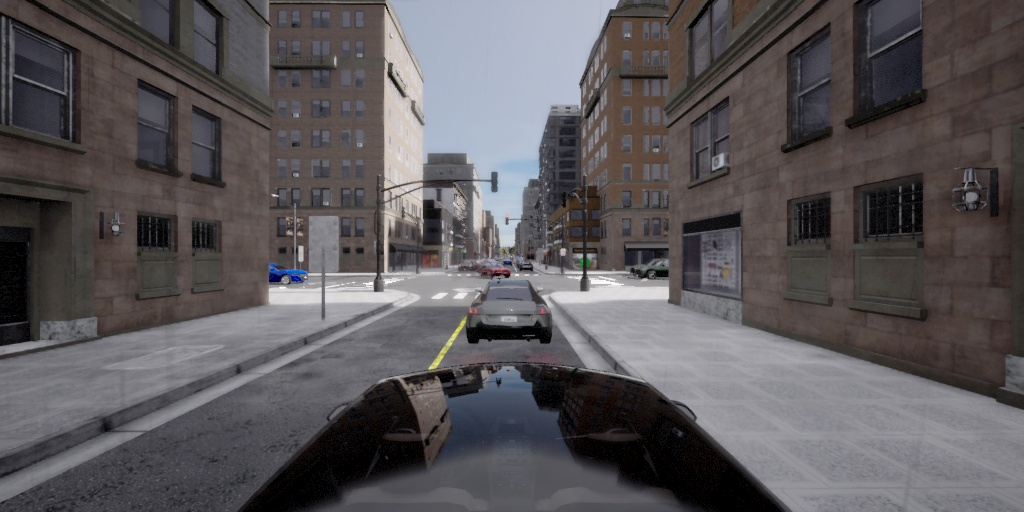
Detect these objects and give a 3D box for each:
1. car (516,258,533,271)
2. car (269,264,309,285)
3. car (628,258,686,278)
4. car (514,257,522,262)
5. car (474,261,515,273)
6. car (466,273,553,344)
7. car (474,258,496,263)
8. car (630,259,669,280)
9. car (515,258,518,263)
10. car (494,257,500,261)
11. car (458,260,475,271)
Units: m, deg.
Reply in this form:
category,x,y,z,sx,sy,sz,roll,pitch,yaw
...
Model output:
category,x,y,z,sx,sy,sz,roll,pitch,yaw
car,1.899,1.362,48.708,1.948,1.339,4.313,0,0,0
car,-17.584,1.291,26.219,5.008,1.535,1.882,0,0,1
car,13.377,1.056,33.336,4.553,1.767,2.097,0,0,-1
car,1.764,1.395,65.240,1.948,1.339,4.313,0,0,0
car,-1.692,1.369,33.063,1.895,1.301,4.718,0,0,-22
car,-0.071,1.315,9.636,1.994,1.385,4.181,0,0,0
car,-3.583,1.360,48.719,1.994,1.385,4.181,0,0,0
car,12.729,1.052,30.076,4.553,1.767,2.097,0,0,-1
car,1.809,1.399,59.730,1.802,1.307,4.207,0,0,0
car,-3.681,1.355,65.273,1.812,1.442,4.674,0,0,0
car,-6.125,1.236,48.643,1.967,1.591,4.097,0,0,0
